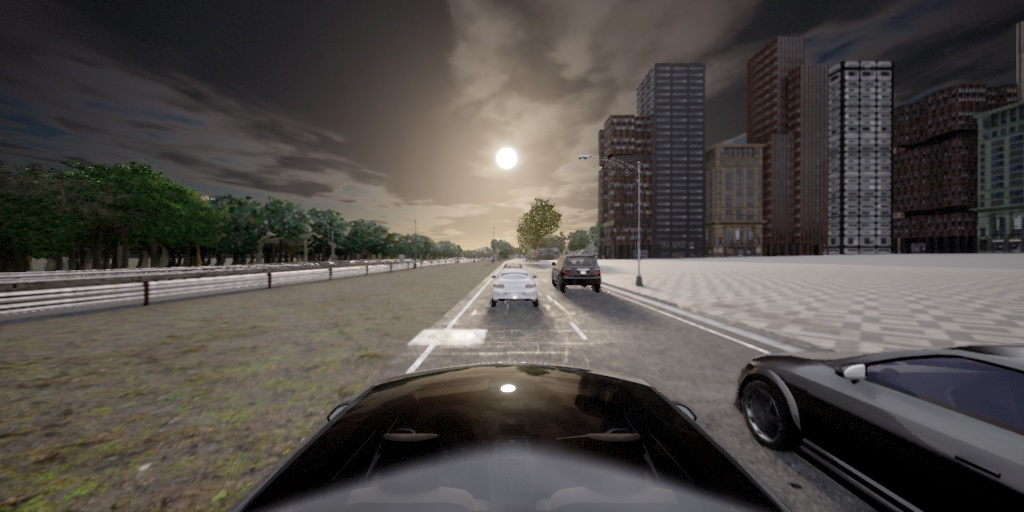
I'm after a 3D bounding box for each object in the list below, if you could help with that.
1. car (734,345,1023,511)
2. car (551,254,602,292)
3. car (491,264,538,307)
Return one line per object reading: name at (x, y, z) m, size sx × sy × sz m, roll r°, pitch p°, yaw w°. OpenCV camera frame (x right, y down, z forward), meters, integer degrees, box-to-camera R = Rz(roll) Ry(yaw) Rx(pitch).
car at (3.599, 1.312, 2.501) m, size 1.994 × 1.385 × 4.181 m, roll 0°, pitch 0°, yaw 0°
car at (3.606, 0.919, 20.785) m, size 2.150 × 2.045 × 5.566 m, roll 0°, pitch 0°, yaw 0°
car at (0.104, 1.239, 15.272) m, size 1.812 × 1.442 × 4.674 m, roll 0°, pitch 0°, yaw 0°
